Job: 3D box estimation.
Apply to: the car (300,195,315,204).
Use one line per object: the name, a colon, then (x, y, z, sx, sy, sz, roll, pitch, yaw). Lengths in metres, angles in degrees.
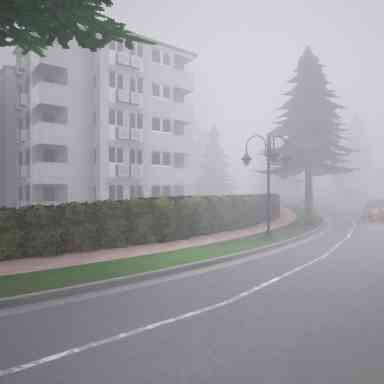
car: (22.553, 1.355, 65.279, 2.097, 1.767, 4.553, 0, 0, 7)

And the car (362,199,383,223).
car: (14.258, 1.352, 25.056, 2.097, 1.767, 4.553, 0, 0, 19)

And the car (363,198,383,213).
car: (21.622, 1.491, 38.394, 2.128, 1.511, 4.902, 0, 0, 13)
